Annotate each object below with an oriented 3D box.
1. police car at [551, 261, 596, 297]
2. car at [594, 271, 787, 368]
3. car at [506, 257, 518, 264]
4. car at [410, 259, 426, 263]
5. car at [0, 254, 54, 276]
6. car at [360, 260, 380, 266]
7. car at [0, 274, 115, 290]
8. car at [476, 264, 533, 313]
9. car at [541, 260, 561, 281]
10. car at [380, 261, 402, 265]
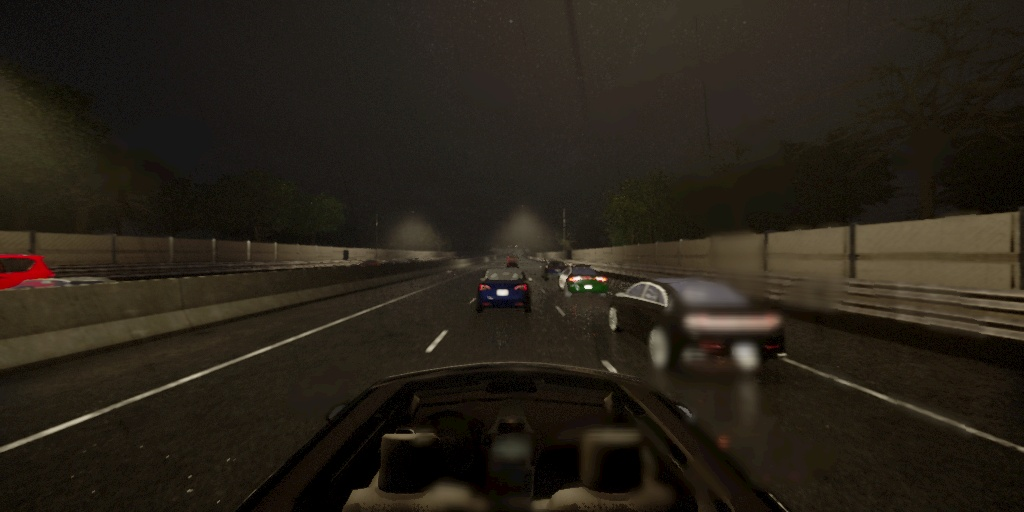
[{"bbox_3d":[3.498,1.239,18.826,2.038,1.542,4.974,0,0,0],"label":"police car"},{"bbox_3d":[3.499,1.235,7.823,2.128,1.511,4.902,0,0,0],"label":"car"},{"bbox_3d":[0.039,1.273,57.953,1.812,1.442,4.674,0,0,0],"label":"car"},{"bbox_3d":[-14.007,1.248,53.438,2.128,1.511,4.902,0,0,0],"label":"car"},{"bbox_3d":[-17.599,0.959,10.647,2.150,2.045,5.566,0,0,0],"label":"car"},{"bbox_3d":[-21.007,1.297,53.438,1.812,1.442,4.674,0,0,0],"label":"car"},{"bbox_3d":[-14.099,1.339,10.988,1.895,1.301,4.718,0,0,0],"label":"car"},{"bbox_3d":[-0.243,1.240,14.099,2.163,1.488,4.792,0,0,2],"label":"car"},{"bbox_3d":[3.496,1.163,29.829,2.033,1.649,4.856,0,0,0],"label":"car"},{"bbox_3d":[-17.507,1.352,53.408,1.895,1.301,4.718,0,0,0],"label":"car"}]
